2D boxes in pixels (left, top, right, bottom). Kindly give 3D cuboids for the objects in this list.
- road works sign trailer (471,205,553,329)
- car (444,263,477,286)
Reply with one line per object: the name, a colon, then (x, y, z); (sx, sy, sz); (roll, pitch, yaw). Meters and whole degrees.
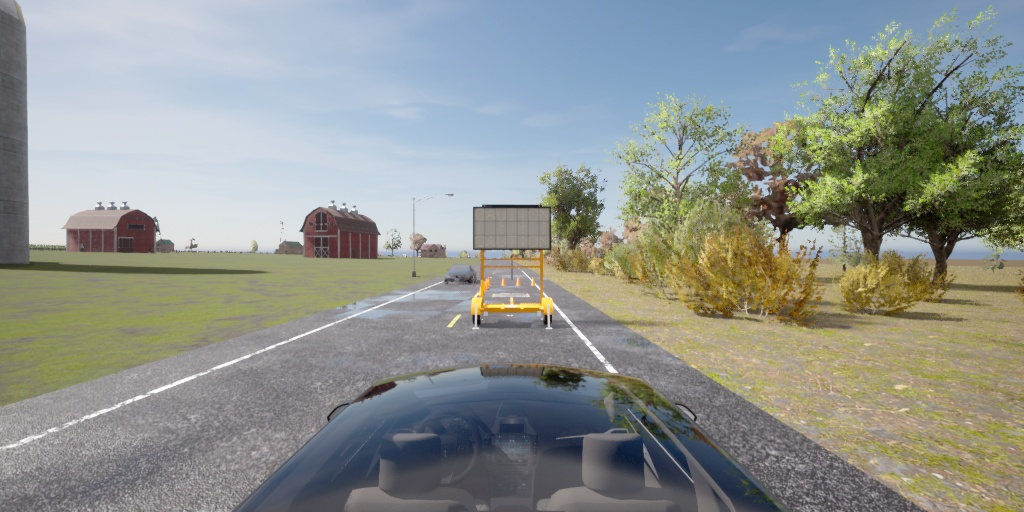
road works sign trailer: (-0.001, 0.212, 11.169); (2.380, 3.560, 2.880); (0, 0, -1)
car: (-3.630, 1.272, 25.800); (1.812, 1.442, 4.674); (0, 0, 0)
